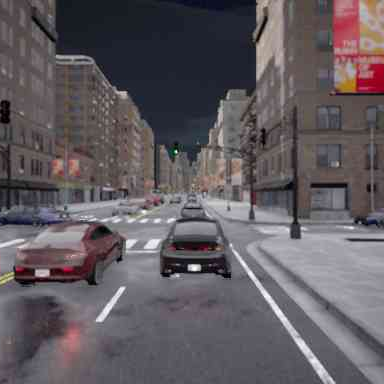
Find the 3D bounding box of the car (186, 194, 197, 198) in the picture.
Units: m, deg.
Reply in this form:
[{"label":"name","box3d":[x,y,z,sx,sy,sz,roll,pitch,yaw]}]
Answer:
[{"label":"car","box3d":[-0.028,1.597,64.447,1.812,1.442,4.674,0,0,0]}]

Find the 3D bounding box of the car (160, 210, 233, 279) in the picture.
[{"label":"car","box3d":[0.195,1.521,10.158,1.837,1.490,4.892,0,0,3]}]

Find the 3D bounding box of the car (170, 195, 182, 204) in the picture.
[{"label":"car","box3d":[-3.289,1.636,64.683,1.994,1.385,4.181,0,0,0]}]

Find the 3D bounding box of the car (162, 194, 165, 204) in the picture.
[{"label":"car","box3d":[-6.539,1.293,64.459,2.150,2.045,5.566,0,0,0]}]

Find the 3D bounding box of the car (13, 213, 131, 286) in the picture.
[{"label":"car","box3d":[-3.149,1.541,9.318,1.812,1.442,4.674,0,0,0]}]

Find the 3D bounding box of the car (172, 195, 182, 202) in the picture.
[{"label":"car","box3d":[-3.295,1.388,74.686,1.882,1.535,5.008,0,0,0]}]

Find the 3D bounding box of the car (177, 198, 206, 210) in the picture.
[{"label":"car","box3d":[0.082,1.544,26.970,2.128,1.511,4.902,0,1,0]}]

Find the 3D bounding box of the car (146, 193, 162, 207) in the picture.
[{"label":"car","box3d":[-6.573,1.286,53.766,2.150,2.045,5.566,0,0,1]}]

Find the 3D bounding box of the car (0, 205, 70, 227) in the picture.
[{"label":"car","box3d":[-10.453,1.567,21.521,5.357,1.411,2.033,0,-1,15]}]

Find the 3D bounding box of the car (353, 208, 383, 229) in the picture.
[{"label":"car","box3d":[13.812,1.675,22.296,5.357,1.411,2.033,0,-1,-4]}]

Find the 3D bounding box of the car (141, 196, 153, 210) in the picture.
[{"label":"car","box3d":[-6.612,1.581,43.103,1.812,1.442,4.674,0,0,0]}]

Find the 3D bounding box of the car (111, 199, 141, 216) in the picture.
[{"label":"car","box3d":[-6.615,1.646,33.092,1.895,1.301,4.718,0,0,0]}]
